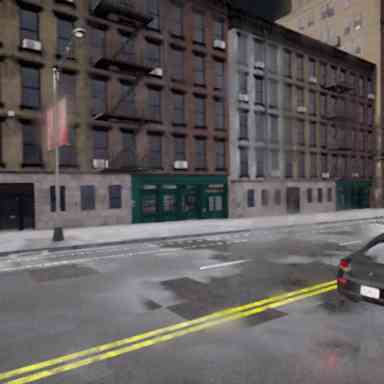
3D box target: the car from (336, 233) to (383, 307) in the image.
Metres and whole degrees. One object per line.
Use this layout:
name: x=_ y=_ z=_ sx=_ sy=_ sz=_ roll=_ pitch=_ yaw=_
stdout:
car: x=4.854 y=1.506 z=6.918 sx=4.674 sy=1.442 sz=1.812 roll=0 pitch=0 yaw=-36
